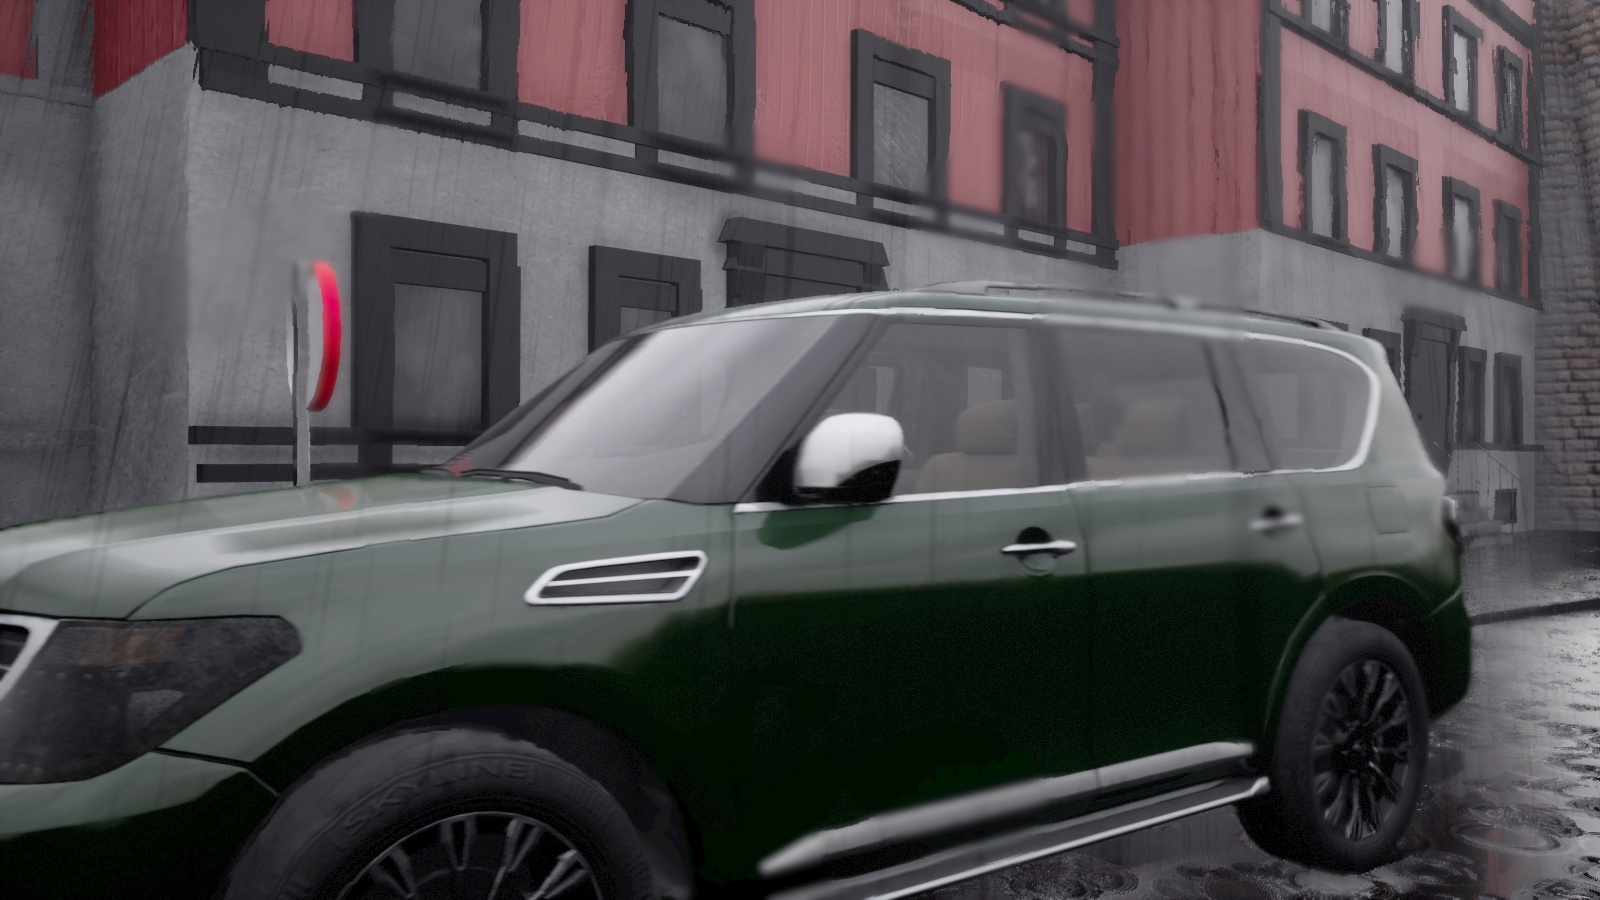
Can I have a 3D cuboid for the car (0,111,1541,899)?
[{"bbox_3d":[0.137,0.474,4.390,5.566,2.045,2.150,0,0,-36],"label":"car"}]
